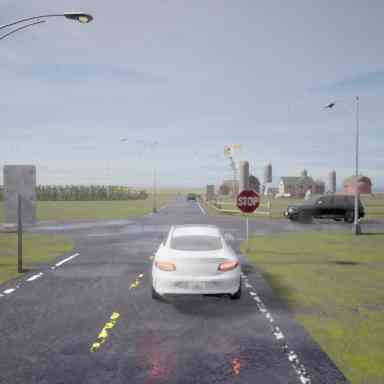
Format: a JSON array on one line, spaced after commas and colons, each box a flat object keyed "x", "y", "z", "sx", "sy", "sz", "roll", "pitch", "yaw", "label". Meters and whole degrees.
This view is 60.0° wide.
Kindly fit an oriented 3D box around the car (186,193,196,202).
[{"x": -0.158, "y": 1.229, "z": 78.676, "sx": 2.150, "sy": 2.045, "sz": 5.566, "roll": 0, "pitch": 0, "yaw": 0, "label": "car"}]

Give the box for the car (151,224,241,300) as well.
[{"x": 0.084, "y": 1.524, "z": 8.277, "sx": 1.812, "sy": 1.442, "sz": 4.674, "roll": 0, "pitch": 0, "yaw": 0, "label": "car"}]

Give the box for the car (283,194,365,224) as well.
[{"x": 9.528, "y": 1.198, "z": 24.069, "sx": 5.566, "sy": 2.045, "sz": 2.150, "roll": 0, "pitch": 1, "yaw": -5, "label": "car"}]
